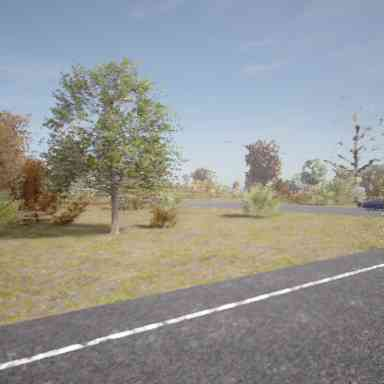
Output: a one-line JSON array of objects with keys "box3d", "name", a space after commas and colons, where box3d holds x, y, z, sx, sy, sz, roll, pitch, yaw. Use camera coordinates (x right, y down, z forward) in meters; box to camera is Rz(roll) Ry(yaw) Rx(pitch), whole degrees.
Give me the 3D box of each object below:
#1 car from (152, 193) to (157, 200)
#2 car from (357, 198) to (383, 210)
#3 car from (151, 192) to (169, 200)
[{"box3d": [-5.056, 0.957, 62.208, 2.150, 2.045, 5.566, 0, 0, -37], "name": "car"}, {"box3d": [21.634, 1.410, 38.560, 1.812, 1.442, 4.674, 0, 0, -37], "name": "car"}, {"box3d": [-7.407, 0.990, 76.802, 2.097, 1.767, 4.553, 0, 0, -37], "name": "car"}]
